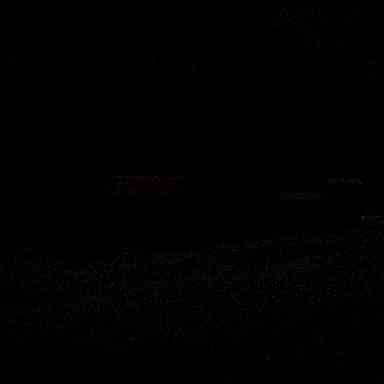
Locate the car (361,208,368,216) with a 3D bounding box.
[{"bbox_3d":[18.025,2.119,38.866,1.812,1.442,4.674,-1,-1,-36],"label":"car"}]
